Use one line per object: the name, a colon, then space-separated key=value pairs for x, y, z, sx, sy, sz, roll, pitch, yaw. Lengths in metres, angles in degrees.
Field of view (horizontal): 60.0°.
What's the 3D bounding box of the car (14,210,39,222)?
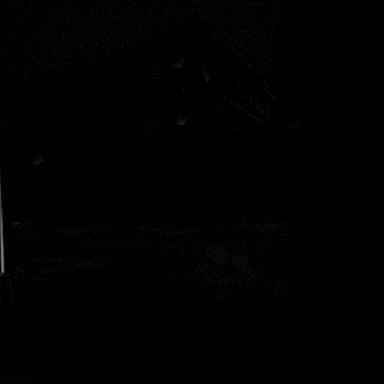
car: x=-21.519 y=3.126 z=45.139 sx=1.895 sy=1.301 sz=4.718 roll=-5 pitch=3 yaw=28
